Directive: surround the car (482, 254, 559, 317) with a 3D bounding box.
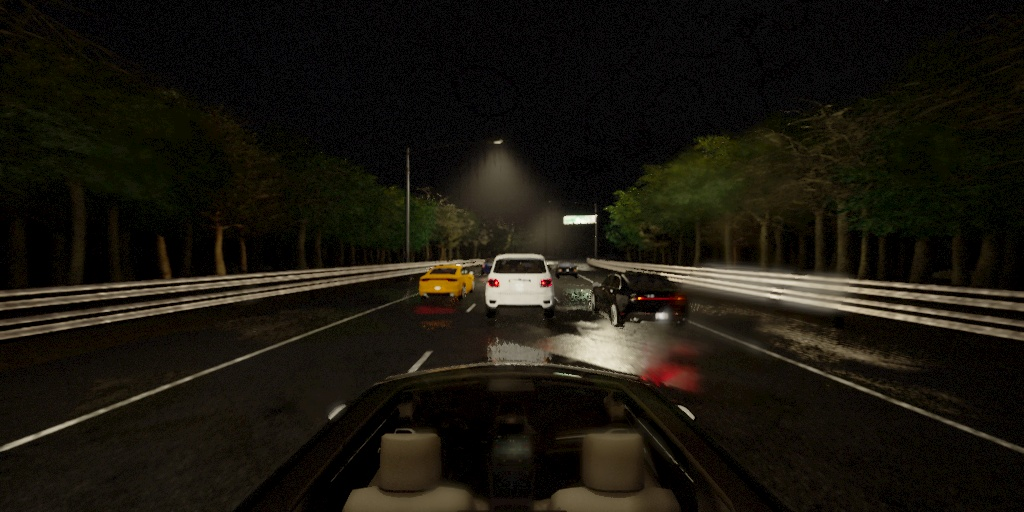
[{"bbox_3d":[0.306,0.952,13.186,2.150,2.045,5.566,0,0,2],"label":"car"}]

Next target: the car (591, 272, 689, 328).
[{"bbox_3d":[3.760,1.241,11.280,1.837,1.490,4.892,0,0,1],"label":"car"}]

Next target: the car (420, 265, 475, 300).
[{"bbox_3d":[-3.033,1.195,17.598,1.882,1.535,5.008,0,0,2],"label":"car"}]

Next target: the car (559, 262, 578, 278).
[{"bbox_3d":[4.863,1.245,32.540,2.033,1.411,5.357,0,0,5],"label":"car"}]

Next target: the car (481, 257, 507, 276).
[{"bbox_3d":[-1.779,1.030,36.811,2.097,1.767,4.553,0,0,5],"label":"car"}]
